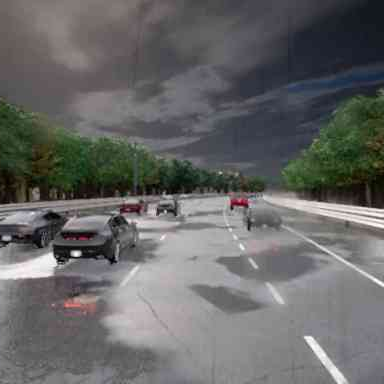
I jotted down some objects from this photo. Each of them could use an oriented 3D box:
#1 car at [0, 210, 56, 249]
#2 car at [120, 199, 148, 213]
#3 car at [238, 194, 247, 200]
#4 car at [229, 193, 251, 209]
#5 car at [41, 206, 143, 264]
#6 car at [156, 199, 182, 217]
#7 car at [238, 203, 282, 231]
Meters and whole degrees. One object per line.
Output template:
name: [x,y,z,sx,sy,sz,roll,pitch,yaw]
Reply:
car: [-6.587,1.482,14.281,1.812,1.442,4.674,0,0,2]
car: [-5.535,1.397,32.234,1.882,1.535,5.008,0,0,5]
car: [13.287,1.319,87.311,2.163,1.488,4.792,0,0,13]
car: [5.961,1.128,42.404,2.150,2.045,5.566,0,0,6]
car: [-3.173,1.471,11.740,1.837,1.490,4.892,0,0,2]
car: [-2.120,1.429,31.025,1.837,1.490,4.892,0,0,4]
car: [4.100,1.553,20.245,1.895,1.301,4.718,0,0,4]
